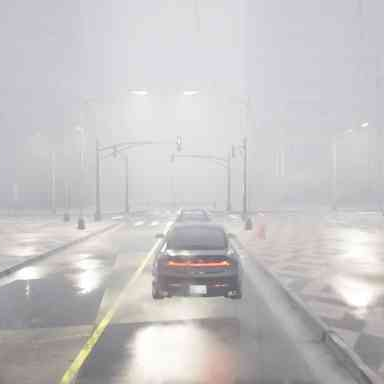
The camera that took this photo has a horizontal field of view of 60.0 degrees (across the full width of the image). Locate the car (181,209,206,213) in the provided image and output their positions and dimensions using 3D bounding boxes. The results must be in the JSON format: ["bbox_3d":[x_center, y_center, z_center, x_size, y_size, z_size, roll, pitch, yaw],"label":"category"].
[{"bbox_3d":[0.059,1.556,17.294,1.994,1.385,4.181,0,0,1],"label":"car"}]

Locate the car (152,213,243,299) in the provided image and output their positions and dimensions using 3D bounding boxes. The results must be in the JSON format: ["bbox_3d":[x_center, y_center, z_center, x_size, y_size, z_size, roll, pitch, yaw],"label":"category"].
[{"bbox_3d":[0.100,1.502,8.391,1.837,1.490,4.892,0,0,0],"label":"car"}]
